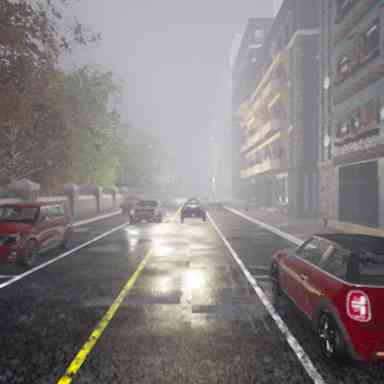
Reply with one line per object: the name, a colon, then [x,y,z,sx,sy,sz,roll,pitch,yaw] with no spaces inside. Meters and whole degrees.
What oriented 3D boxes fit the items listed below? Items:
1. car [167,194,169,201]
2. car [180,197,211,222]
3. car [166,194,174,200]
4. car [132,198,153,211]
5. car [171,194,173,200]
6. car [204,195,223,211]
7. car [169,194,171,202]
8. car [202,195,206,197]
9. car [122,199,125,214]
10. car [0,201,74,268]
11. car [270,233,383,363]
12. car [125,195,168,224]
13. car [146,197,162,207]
car: [-5.685,1.414,61.239,1.802,1.307,4.206,0,0,0]
car: [0.102,1.416,25.661,2.128,1.511,4.902,0,0,0]
car: [-5.813,1.318,88.932,1.887,1.381,4.507,0,0,0]
car: [-5.686,1.413,38.914,1.752,1.417,4.829,0,0,0]
car: [-5.685,1.248,72.316,1.967,1.590,4.097,0,0,0]
car: [2.694,1.438,39.086,2.008,1.369,4.403,0,0,0]
car: [-5.685,1.346,66.607,1.752,1.417,4.829,0,0,0]
car: [2.695,1.358,72.318,2.008,1.369,4.403,0,0,0]
car: [-5.685,1.218,33.545,2.192,1.841,5.009,0,0,0]
car: [-5.686,1.281,11.390,2.192,1.841,5.009,0,0,0]
car: [2.694,1.422,5.854,1.967,1.590,4.097,0,0,0]
car: [-3.097,1.282,23.629,2.097,1.767,4.553,0,0,0]
car: [-5.686,1.425,50.162,1.947,1.339,4.313,0,0,0]
